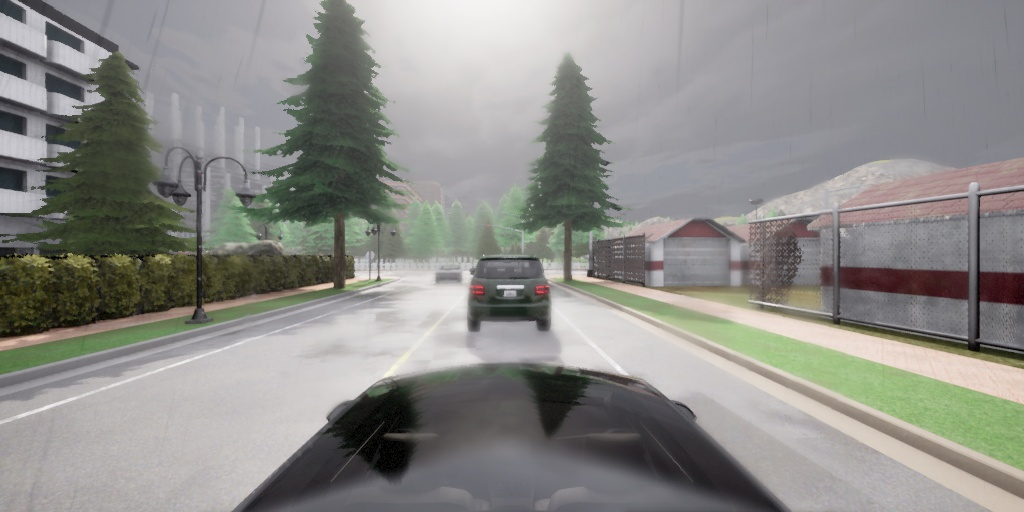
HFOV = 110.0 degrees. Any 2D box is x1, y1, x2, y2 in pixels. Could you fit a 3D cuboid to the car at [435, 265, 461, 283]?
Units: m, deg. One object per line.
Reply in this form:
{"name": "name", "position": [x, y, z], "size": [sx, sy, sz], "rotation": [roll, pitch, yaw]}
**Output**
{"name": "car", "position": [-4.818, 1.350, 27.864], "size": [1.895, 1.301, 4.718], "rotation": [0, 0, -5]}

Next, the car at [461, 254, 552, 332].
{"name": "car", "position": [-0.132, 0.971, 11.040], "size": [2.150, 2.045, 5.566], "rotation": [0, 0, -2]}
